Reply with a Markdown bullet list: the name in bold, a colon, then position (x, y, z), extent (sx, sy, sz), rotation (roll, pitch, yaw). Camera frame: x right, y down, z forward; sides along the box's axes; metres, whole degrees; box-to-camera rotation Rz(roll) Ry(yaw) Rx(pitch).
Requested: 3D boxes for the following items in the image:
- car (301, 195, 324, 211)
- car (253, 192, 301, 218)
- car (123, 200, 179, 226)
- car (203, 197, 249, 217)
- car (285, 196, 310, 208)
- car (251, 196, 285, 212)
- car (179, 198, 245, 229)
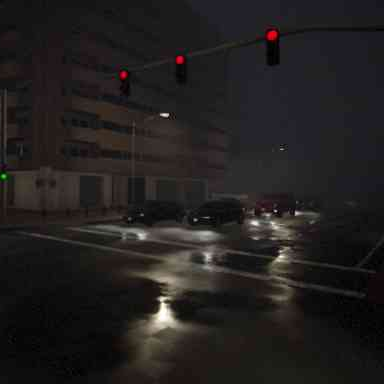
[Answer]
- **car**: position (12.901, 1.123, 36.541), extent (2.097, 1.767, 4.553), rotation (1, 1, 35)
- **car**: position (7.194, 1.009, 28.454), extent (2.150, 2.045, 5.566), rotation (1, 1, 35)
- **car**: position (-2.262, 1.265, 21.111), extent (1.812, 1.442, 4.674), rotation (1, 1, 35)
- **car**: position (2.990, 1.250, 28.550), extent (1.812, 1.442, 4.674), rotation (1, 1, 35)
- **car**: position (14.037, 1.257, 44.188), extent (1.994, 1.385, 4.181), rotation (1, 1, 36)
- **car**: position (8.298, 1.213, 36.096), extent (1.837, 1.490, 4.892), rotation (1, 1, 35)
- **car**: position (1.586, 1.308, 20.496), extent (1.837, 1.490, 4.892), rotation (1, 1, 35)
